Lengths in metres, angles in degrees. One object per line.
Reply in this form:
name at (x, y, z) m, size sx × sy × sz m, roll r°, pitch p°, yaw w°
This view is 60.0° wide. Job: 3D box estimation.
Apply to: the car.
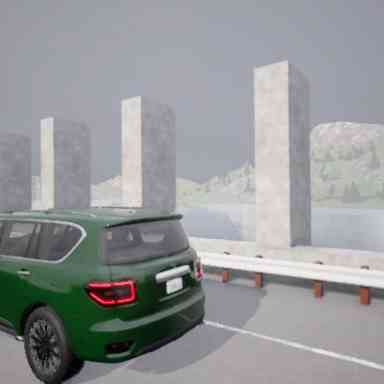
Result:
car at (-2.408, 1.289, 5.687) m, size 5.566 × 2.045 × 2.150 m, roll -1°, pitch -1°, yaw 35°
